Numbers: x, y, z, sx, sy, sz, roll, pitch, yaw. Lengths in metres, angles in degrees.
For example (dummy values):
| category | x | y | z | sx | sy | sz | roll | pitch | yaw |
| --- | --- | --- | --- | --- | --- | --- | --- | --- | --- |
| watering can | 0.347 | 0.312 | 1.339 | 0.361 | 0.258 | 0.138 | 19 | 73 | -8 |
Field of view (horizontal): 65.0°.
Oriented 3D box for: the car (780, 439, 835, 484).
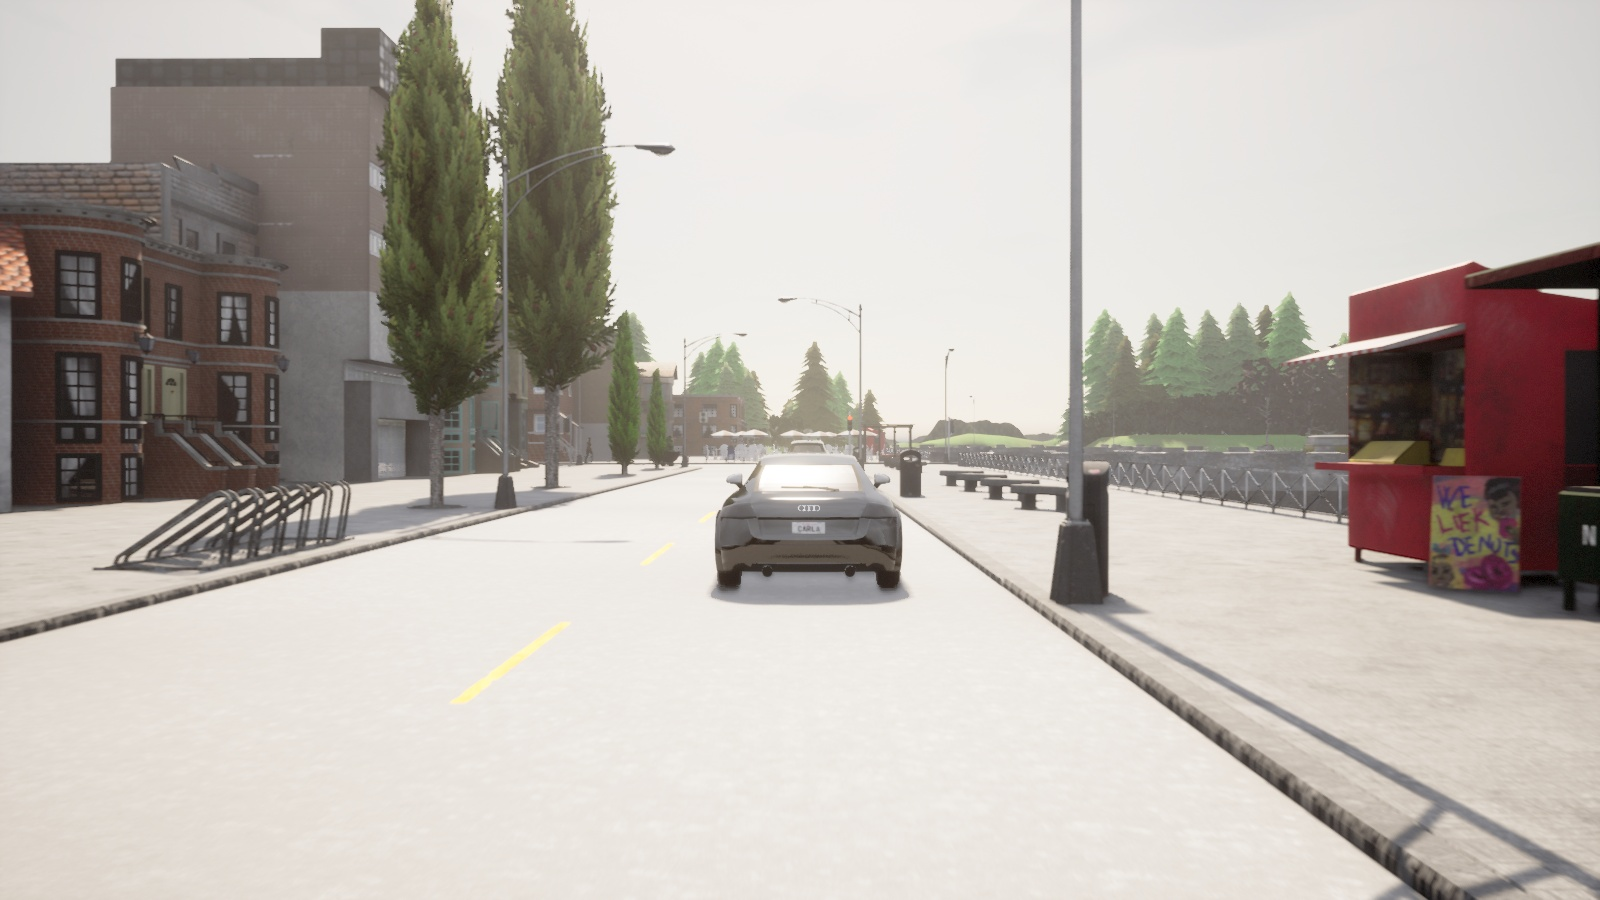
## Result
| category | x | y | z | sx | sy | sz | roll | pitch | yaw |
| --- | --- | --- | --- | --- | --- | --- | --- | --- | --- |
| car | 0.285 | 0.401 | 48.852 | 2.033 | 1.649 | 4.856 | 0 | 0 | 0 |

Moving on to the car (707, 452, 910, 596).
| category | x | y | z | sx | sy | sz | roll | pitch | yaw |
| --- | --- | --- | --- | --- | --- | --- | --- | --- | --- |
| car | 0.095 | 0.729 | 14.460 | 1.994 | 1.385 | 4.181 | 0 | 0 | 0 |

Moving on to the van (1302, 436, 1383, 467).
| category | x | y | z | sx | sy | sz | roll | pitch | yaw |
| --- | --- | --- | --- | --- | --- | --- | --- | --- | --- |
| van | 34.739 | 0.074 | 80.503 | 4.442 | 1.987 | 1.775 | 0 | 0 | 0 |
